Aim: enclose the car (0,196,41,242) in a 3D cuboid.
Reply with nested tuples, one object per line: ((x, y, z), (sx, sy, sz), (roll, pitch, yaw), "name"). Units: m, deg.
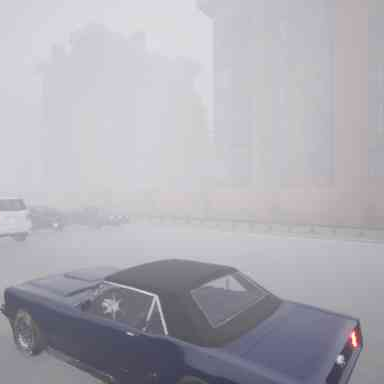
((-9.505, 1.221, 15.072), (5.566, 2.045, 2.150), (0, 0, 36), "car")

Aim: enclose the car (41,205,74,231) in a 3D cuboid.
((-9.262, 1.505, 19.198), (4.892, 1.490, 1.837), (0, 0, 36), "car")

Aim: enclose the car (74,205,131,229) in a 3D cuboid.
((-6.357, 1.547, 21.425), (5.357, 1.411, 2.033), (0, 0, 36), "car")

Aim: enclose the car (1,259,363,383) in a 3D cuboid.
((-0.515, 1.600, 4.359), (4.718, 1.301, 1.895), (0, 0, 36), "car")
